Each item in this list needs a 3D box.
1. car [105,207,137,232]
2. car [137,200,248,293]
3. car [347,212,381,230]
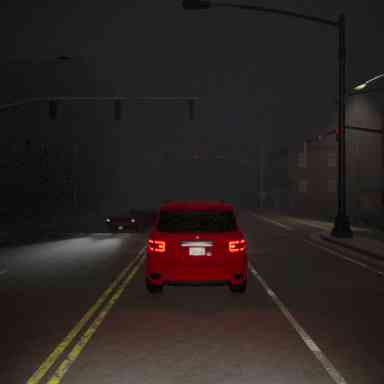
[{"bbox_3d":[-3.399,1.602,20.036,1.895,1.301,4.718,0,0,13],"label":"car"},{"bbox_3d":[0.093,1.221,9.010,2.150,2.045,5.566,0,0,0],"label":"car"},{"bbox_3d":[15.993,2.586,29.613,4.892,1.490,1.837,8,0,0],"label":"car"}]
